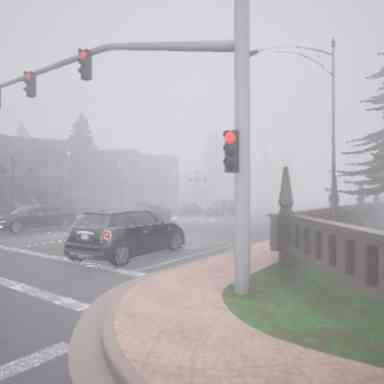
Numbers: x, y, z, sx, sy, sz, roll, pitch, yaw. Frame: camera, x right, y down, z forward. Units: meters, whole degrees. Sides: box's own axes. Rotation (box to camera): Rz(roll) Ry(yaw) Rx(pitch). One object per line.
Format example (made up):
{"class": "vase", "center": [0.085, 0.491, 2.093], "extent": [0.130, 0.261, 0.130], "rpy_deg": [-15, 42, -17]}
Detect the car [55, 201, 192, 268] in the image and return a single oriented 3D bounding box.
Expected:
{"class": "car", "center": [-2.139, 1.368, 11.789], "extent": [2.097, 1.767, 4.553], "rpy_deg": [0, 0, 30]}

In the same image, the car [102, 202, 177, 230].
{"class": "car", "center": [-3.394, 1.520, 22.288], "extent": [2.128, 1.511, 4.902], "rpy_deg": [0, 0, 36]}

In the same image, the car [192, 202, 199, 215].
{"class": "car", "center": [-0.757, 1.598, 31.968], "extent": [1.994, 1.385, 4.181], "rpy_deg": [0, 0, 36]}

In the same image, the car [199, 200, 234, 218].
{"class": "car", "center": [3.059, 1.529, 31.271], "extent": [1.837, 1.490, 4.892], "rpy_deg": [0, 1, 36]}

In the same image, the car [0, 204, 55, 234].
{"class": "car", "center": [-9.415, 1.539, 19.878], "extent": [1.837, 1.490, 4.892], "rpy_deg": [0, 0, 35]}
